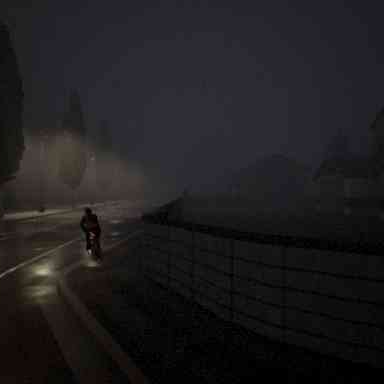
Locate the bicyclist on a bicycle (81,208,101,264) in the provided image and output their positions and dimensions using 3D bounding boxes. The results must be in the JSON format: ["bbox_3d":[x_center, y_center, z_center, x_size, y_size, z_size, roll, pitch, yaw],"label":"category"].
[{"bbox_3d":[-3.019,1.306,10.017,0.582,1.620,1.656,-6,1,-30],"label":"bicyclist on a bicycle"}]
